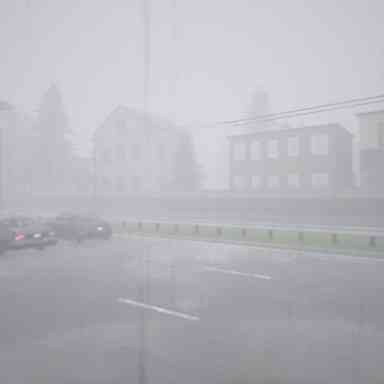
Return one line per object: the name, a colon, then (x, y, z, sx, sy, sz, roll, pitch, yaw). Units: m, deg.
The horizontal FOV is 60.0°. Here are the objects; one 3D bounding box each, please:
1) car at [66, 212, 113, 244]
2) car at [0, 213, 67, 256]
car: (-5.936, 1.701, 16.713, 4.181, 1.385, 1.994, -1, 0, 36)
car: (-7.734, 1.682, 13.690, 5.357, 1.411, 2.033, -1, 0, 36)
